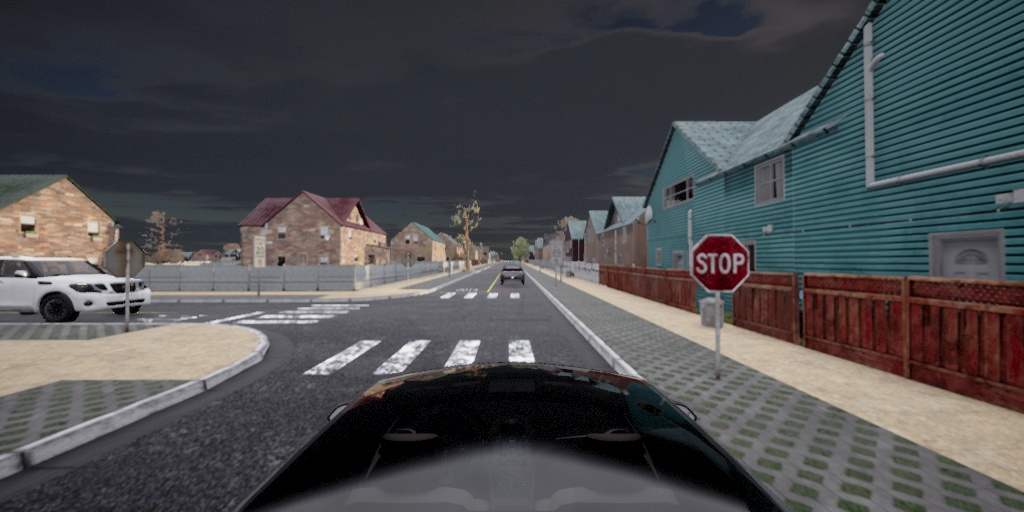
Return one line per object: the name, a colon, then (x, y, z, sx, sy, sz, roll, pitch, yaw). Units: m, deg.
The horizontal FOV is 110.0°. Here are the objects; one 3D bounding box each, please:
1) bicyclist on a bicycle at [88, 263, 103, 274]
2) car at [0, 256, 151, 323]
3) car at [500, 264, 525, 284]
bicyclist on a bicycle: (-20.245, 1.185, 17.438, 0.582, 1.620, 1.656, 0, -1, -1)
car: (-15.235, 1.011, 11.627, 5.566, 2.045, 2.150, 0, -1, -1)
car: (0.042, 1.400, 28.935, 2.128, 1.511, 4.902, 0, 0, 0)
